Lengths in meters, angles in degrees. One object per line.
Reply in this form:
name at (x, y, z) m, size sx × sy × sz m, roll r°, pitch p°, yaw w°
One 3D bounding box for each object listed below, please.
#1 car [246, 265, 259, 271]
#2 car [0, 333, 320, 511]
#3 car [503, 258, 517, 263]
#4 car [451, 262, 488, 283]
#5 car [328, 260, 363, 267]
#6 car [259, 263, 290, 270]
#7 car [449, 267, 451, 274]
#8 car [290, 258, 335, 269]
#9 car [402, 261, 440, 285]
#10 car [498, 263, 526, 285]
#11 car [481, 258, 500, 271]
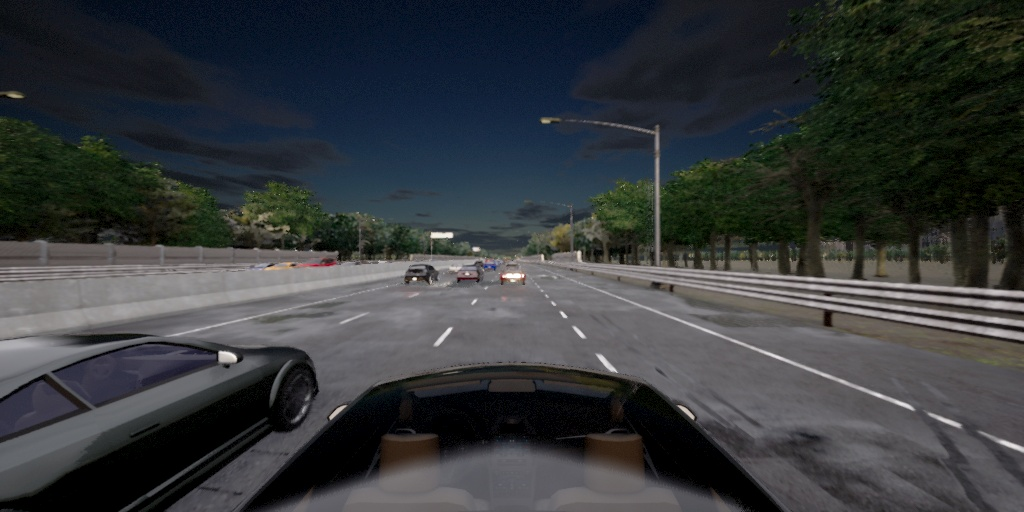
car at (-27.971, 1.529, 40.832) m, size 1.812 × 1.442 × 4.674 m, roll 0°, pitch 0°, yaw 1°
car at (-3.493, 1.326, 2.949) m, size 1.994 × 1.385 × 4.181 m, roll 0°, pitch 0°, yaw 0°
car at (0.091, 1.506, 52.909) m, size 1.882 × 1.535 × 5.008 m, roll 0°, pitch 0°, yaw 0°
car at (-3.426, 1.444, 29.934) m, size 2.033 × 1.411 × 5.357 m, roll 0°, pitch 0°, yaw 0°
car at (-17.497, 1.478, 38.885) m, size 1.837 × 1.490 × 4.892 m, roll 0°, pitch 0°, yaw 0°
car at (-24.492, 1.463, 38.852) m, size 1.882 × 1.535 × 5.008 m, roll 0°, pitch 0°, yaw 0°
car at (-6.915, 1.604, 46.966) m, size 1.895 × 1.301 × 4.718 m, roll 0°, pitch 0°, yaw 0°
car at (-20.995, 1.200, 38.800) m, size 2.150 × 2.045 × 5.566 m, roll 0°, pitch 0°, yaw 0°
car at (-6.931, 1.399, 27.978) m, size 1.837 × 1.490 × 4.892 m, roll 0°, pitch 0°, yaw 0°
car at (0.071, 1.480, 27.923) m, size 1.895 × 1.301 × 4.718 m, roll 0°, pitch 0°, yaw 0°
car at (-3.405, 1.537, 56.935) m, size 1.882 × 1.535 × 5.008 m, roll 0°, pitch 0°, yaw 0°
